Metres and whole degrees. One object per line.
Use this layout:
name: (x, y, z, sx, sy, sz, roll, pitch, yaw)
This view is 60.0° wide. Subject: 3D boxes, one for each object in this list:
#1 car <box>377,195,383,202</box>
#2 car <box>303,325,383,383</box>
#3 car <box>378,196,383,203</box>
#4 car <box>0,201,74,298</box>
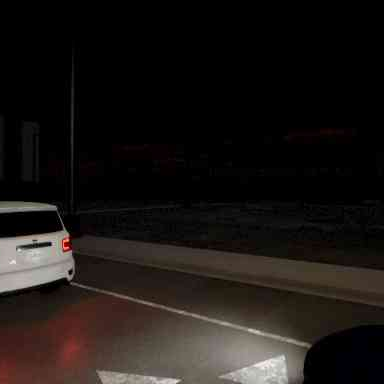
car: (39.923, 1.369, 67.954, 1.853, 1.218, 4.536, 1, 1, 6)
car: (3.010, 1.516, 1.840, 4.674, 1.442, 1.812, 0, 0, 35)
car: (39.916, 1.527, 67.905, 2.038, 1.542, 4.974, 1, 1, 6)
car: (-5.028, 1.220, 7.571, 5.566, 2.045, 2.150, 0, 0, 35)
